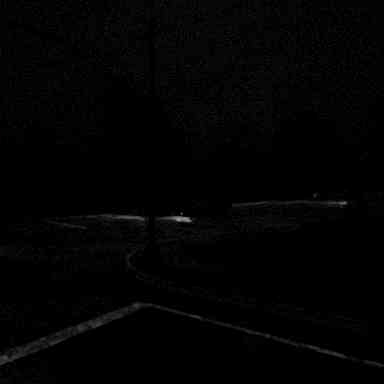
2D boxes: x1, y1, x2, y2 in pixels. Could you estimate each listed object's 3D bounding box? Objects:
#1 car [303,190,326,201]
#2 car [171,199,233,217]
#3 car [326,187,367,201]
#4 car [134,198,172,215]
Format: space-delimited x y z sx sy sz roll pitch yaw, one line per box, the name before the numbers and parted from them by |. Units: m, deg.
car | 16.716 0.381 43.537 4.718 1.301 1.895 -4 2 -28
car | 1.201 1.318 29.094 5.357 1.411 2.033 -2 1 -39
car | 19.297 0.207 40.947 5.008 1.535 1.882 -4 2 -28
car | -2.947 1.328 30.173 4.892 1.490 1.837 -2 1 -39
